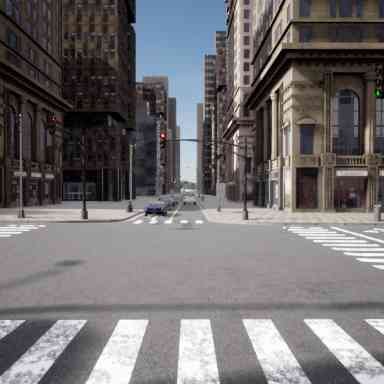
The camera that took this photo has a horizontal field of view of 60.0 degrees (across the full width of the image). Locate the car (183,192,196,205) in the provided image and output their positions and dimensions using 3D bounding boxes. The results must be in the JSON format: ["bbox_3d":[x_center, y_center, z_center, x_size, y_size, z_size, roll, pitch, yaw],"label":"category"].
[{"bbox_3d":[-0.391,1.206,59.935,2.150,2.045,5.566,0,0,0],"label":"car"}]

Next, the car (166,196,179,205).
[{"bbox_3d":[-3.551,1.535,60.949,2.033,1.411,5.357,0,0,0],"label":"car"}]

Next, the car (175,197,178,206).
[{"bbox_3d":[-3.509,1.514,50.271,1.812,1.442,4.674,0,0,-1],"label":"car"}]

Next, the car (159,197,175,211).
[{"bbox_3d":[-3.448,1.495,40.941,1.837,1.490,4.892,0,0,-1],"label":"car"}]

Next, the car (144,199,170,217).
[{"bbox_3d":[-3.369,1.593,31.612,1.895,1.301,4.718,0,0,-1],"label":"car"}]
